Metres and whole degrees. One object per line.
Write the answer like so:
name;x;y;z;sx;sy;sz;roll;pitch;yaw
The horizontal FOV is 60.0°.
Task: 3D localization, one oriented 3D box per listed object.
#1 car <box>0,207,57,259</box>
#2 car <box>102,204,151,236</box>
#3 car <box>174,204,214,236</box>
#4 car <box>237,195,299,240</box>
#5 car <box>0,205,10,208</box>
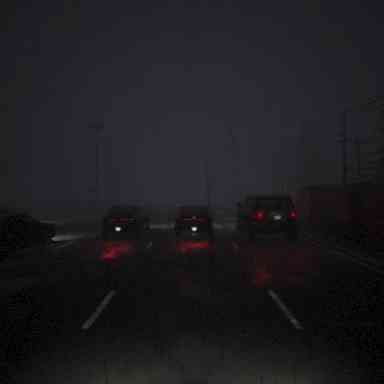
car;-6.897;1.496;12.282;2.033;1.411;5.357;0;0;0
car;-3.394;1.431;17.707;1.837;1.490;4.892;0;0;0
car;0.106;1.431;17.724;1.837;1.490;4.892;0;0;0
car;3.607;1.151;16.679;2.150;2.045;5.566;0;0;0
car;-10.466;1.418;17.627;2.128;1.511;4.902;0;0;-1
